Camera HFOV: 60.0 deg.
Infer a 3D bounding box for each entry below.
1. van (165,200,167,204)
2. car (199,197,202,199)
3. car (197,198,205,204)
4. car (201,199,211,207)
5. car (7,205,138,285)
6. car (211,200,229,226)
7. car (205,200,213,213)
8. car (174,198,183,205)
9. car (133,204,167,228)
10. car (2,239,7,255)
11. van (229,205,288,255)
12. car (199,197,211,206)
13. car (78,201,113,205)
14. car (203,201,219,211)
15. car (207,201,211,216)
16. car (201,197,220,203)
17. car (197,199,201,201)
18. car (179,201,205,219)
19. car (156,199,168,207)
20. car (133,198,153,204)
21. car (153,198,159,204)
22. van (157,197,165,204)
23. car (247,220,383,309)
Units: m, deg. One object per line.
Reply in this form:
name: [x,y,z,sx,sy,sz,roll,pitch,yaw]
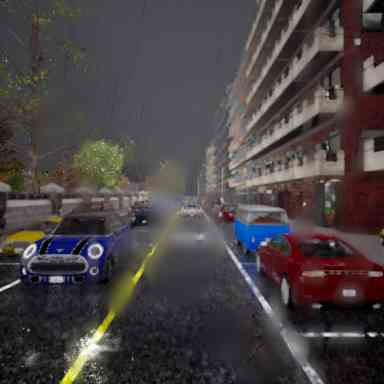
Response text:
van: [-5.707,1.834,58.587,1.690,1.788,3.998,0,-1,0]
car: [2.673,1.933,58.589,1.967,1.590,4.097,0,-1,0]
car: [2.324,2.281,85.558,1.812,1.442,4.674,0,-1,0]
car: [2.671,2.128,64.219,1.802,1.307,4.206,0,-1,0]
car: [-3.102,1.430,9.863,2.097,1.767,4.553,0,0,0]
car: [2.685,1.638,24.811,1.967,1.590,4.097,0,0,0]
car: [2.681,1.838,36.069,1.887,1.381,4.507,0,0,0]
car: [-3.025,2.074,75.162,1.882,1.535,5.008,0,-1,0]
car: [-3.101,1.751,23.481,1.994,1.385,4.181,0,-1,-1]
car: [-5.691,1.631,13.378,1.752,1.417,4.829,0,0,0]
van: [2.689,1.447,13.552,1.690,1.788,3.998,0,0,0]
car: [2.669,1.915,69.851,2.192,1.841,5.009,0,-1,0]
car: [-5.694,1.467,19.179,2.192,1.841,5.009,0,0,0]
car: [2.677,1.941,47.330,2.008,1.369,4.403,0,-1,0]
car: [2.682,1.796,30.440,2.008,1.369,4.403,0,0,0]
car: [2.680,1.656,41.701,2.192,1.841,5.009,0,0,0]
car: [0.031,1.977,45.733,1.895,1.301,4.718,0,0,1]
car: [-0.001,1.863,32.405,1.895,1.301,4.718,0,0,0]
car: [-5.709,2.097,64.216,2.008,1.369,4.403,0,-1,0]
car: [-5.699,1.733,36.069,1.967,1.590,4.097,0,0,0]
car: [-5.701,1.782,41.698,1.967,1.590,4.097,0,0,0]
van: [-5.706,1.783,52.959,1.690,1.788,3.998,0,-1,0]
car: [2.690,1.607,7.919,1.887,1.381,4.507,0,0,0]
